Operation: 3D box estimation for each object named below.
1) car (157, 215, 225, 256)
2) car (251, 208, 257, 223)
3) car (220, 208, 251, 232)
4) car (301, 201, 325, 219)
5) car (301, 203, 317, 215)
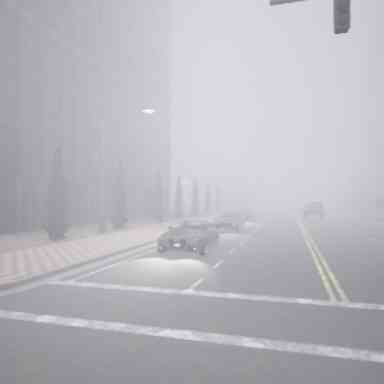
[{"bbox_3d":[-0.033,1.955,15.050,1.994,1.385,4.181,-1,-1,16],"label":"car"},{"bbox_3d":[5.703,2.395,34.663,1.994,1.385,4.181,-1,-1,16],"label":"car"},{"bbox_3d":[2.882,2.163,25.034,2.033,1.411,5.357,-1,-1,16],"label":"car"},{"bbox_3d":[14.800,2.151,40.377,2.150,2.045,5.566,-1,-1,17],"label":"car"},{"bbox_3d":[17.678,2.506,50.386,2.097,1.767,4.553,-1,-1,16],"label":"car"}]
